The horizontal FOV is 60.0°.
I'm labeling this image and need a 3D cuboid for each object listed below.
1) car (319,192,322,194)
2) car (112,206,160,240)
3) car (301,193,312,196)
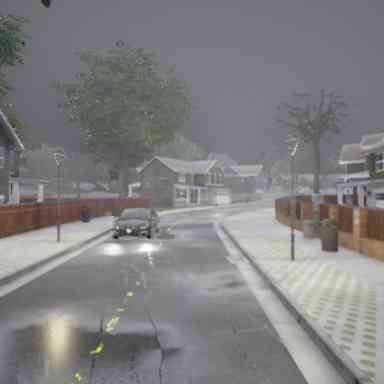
[{"bbox_3d":[26.120,0.708,68.777,2.128,1.511,4.902,-1,1,32],"label":"car"},{"bbox_3d":[-2.791,1.522,17.305,1.837,1.490,4.892,0,0,1],"label":"car"},{"bbox_3d":[20.598,0.935,60.102,1.812,1.442,4.674,-1,1,32],"label":"car"}]
